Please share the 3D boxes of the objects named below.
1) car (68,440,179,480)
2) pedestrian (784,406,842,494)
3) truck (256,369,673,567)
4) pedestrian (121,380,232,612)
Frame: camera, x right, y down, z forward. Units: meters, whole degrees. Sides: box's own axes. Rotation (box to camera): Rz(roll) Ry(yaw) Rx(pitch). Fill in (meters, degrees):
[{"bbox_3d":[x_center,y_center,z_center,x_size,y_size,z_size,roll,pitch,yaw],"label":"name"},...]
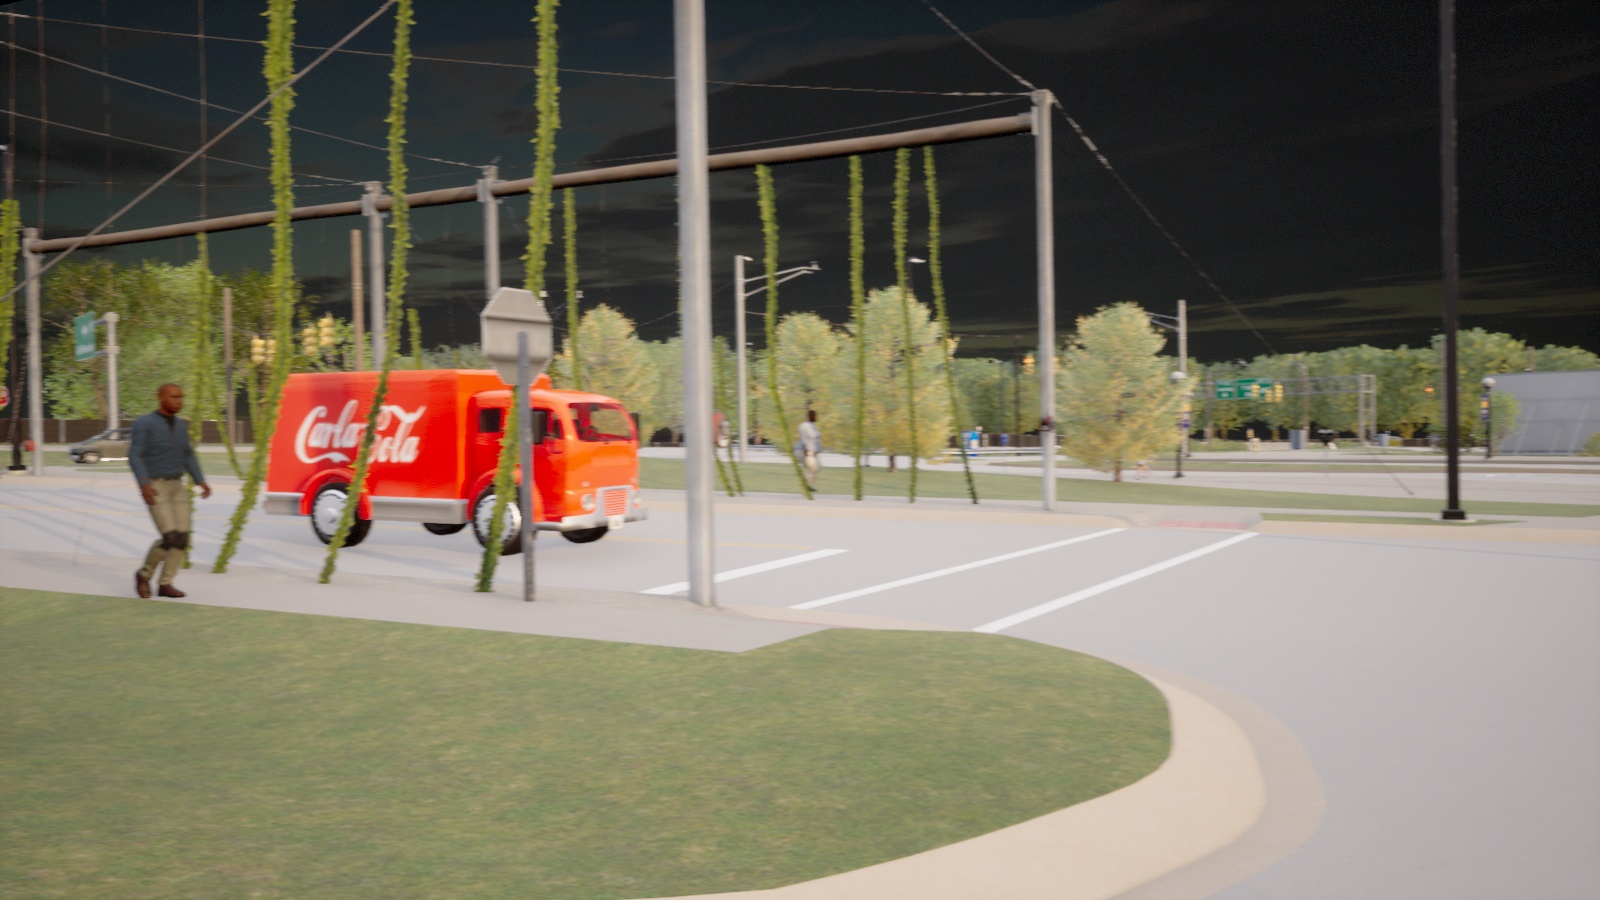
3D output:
[{"bbox_3d":[-27.713,0.397,51.489,3.705,1.549,1.789,-1,0,-40],"label":"car"},{"bbox_3d":[0.284,-0.003,27.064,0.900,1.855,0.874,-2,1,25],"label":"pedestrian"},{"bbox_3d":[-4.759,0.197,17.882,5.204,2.467,2.627,0,2,25],"label":"truck"},{"bbox_3d":[-5.083,0.368,10.240,0.726,1.835,0.370,-2,1,26],"label":"pedestrian"}]
